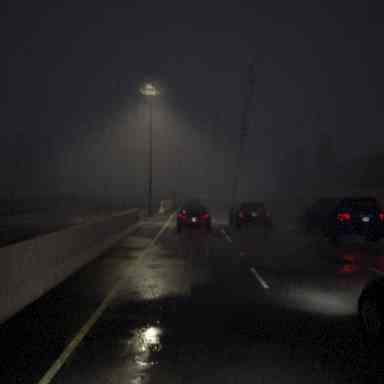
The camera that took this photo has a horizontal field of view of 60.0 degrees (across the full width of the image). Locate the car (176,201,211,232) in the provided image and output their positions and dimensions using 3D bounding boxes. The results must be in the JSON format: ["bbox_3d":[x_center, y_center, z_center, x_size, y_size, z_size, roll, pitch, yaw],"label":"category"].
[{"bbox_3d":[0.097,1.499,20.143,2.163,1.488,4.792,0,0,0],"label":"car"}]

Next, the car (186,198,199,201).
[{"bbox_3d":[0.075,1.469,38.080,1.882,1.535,5.008,0,0,1],"label":"car"}]

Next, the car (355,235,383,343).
[{"bbox_3d":[3.601,1.525,3.472,1.812,1.442,4.674,0,0,0],"label":"car"}]

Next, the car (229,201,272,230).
[{"bbox_3d":[3.592,1.347,21.243,2.097,1.767,4.553,0,0,0],"label":"car"}]

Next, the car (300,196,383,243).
[{"bbox_3d":[7.106,1.218,16.271,2.150,2.045,5.566,0,0,0],"label":"car"}]
